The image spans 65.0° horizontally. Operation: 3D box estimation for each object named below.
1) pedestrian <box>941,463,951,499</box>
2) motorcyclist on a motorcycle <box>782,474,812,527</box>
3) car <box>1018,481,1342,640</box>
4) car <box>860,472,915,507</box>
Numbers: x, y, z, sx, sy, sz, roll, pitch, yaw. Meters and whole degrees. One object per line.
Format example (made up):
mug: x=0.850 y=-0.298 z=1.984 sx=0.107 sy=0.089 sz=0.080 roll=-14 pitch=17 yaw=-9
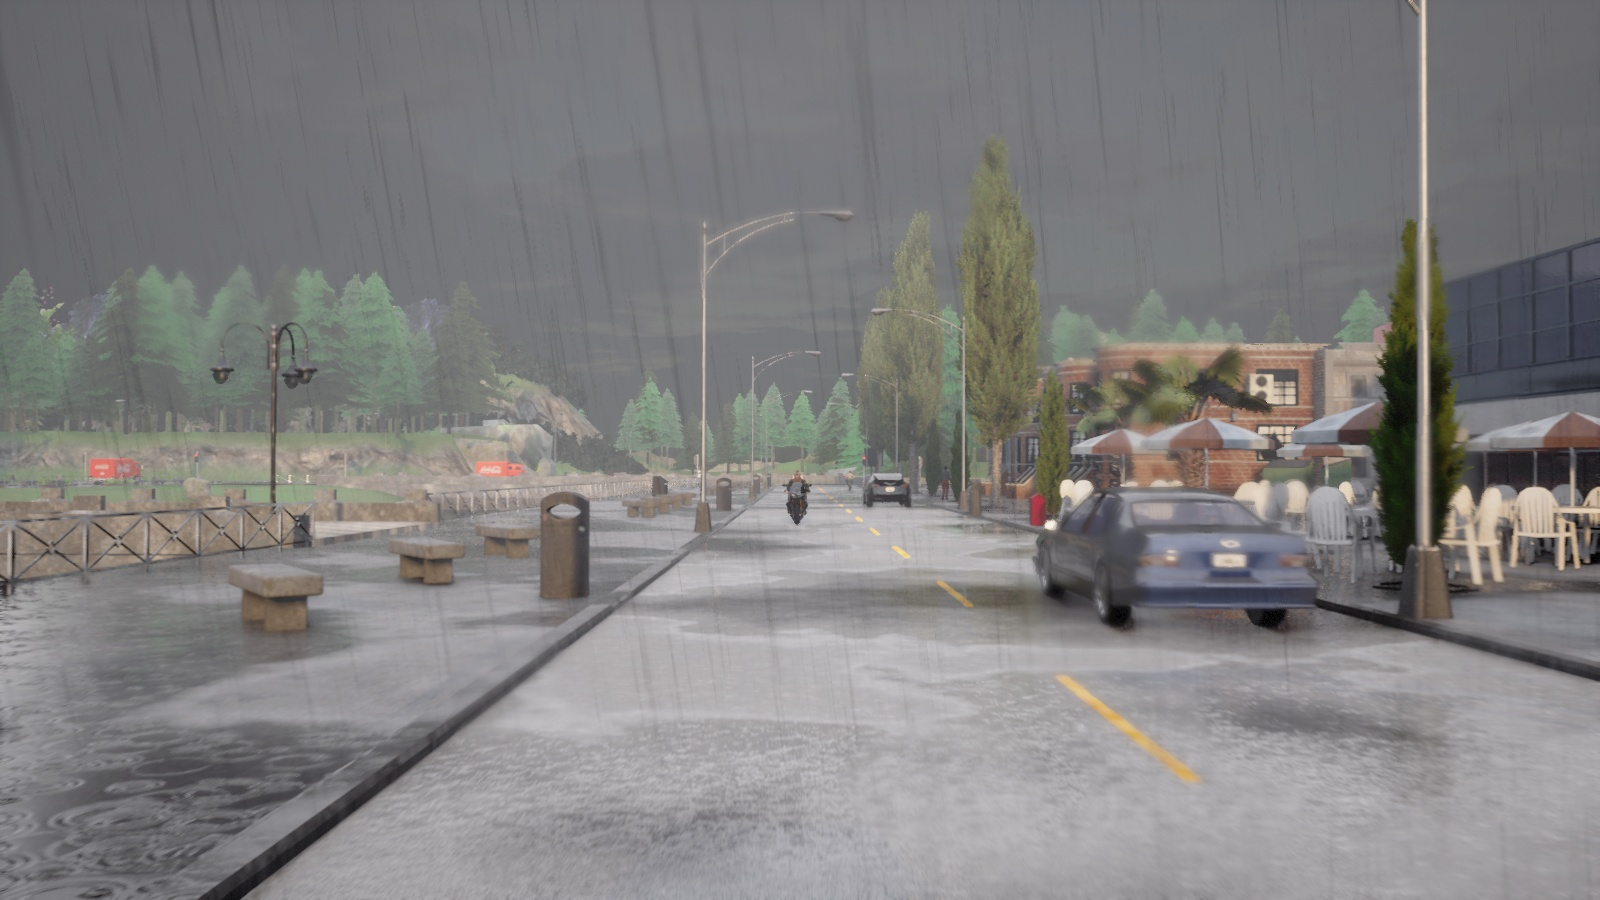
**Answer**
pedestrian: x=7.530 y=1.580 z=64.846 sx=0.353 sy=1.847 sz=0.614 roll=-1 pitch=-1 yaw=18
motorcyclist on a motorcycle: x=-0.076 y=1.477 z=37.468 sx=0.866 sy=1.530 sz=2.191 roll=0 pitch=-1 yaw=0
car: x=3.973 y=1.085 z=14.276 sx=2.033 sy=1.411 sz=5.357 roll=0 pitch=-1 yaw=0
car: x=3.887 y=1.747 z=56.607 sx=2.163 sy=1.488 sz=4.792 roll=0 pitch=-1 yaw=0
